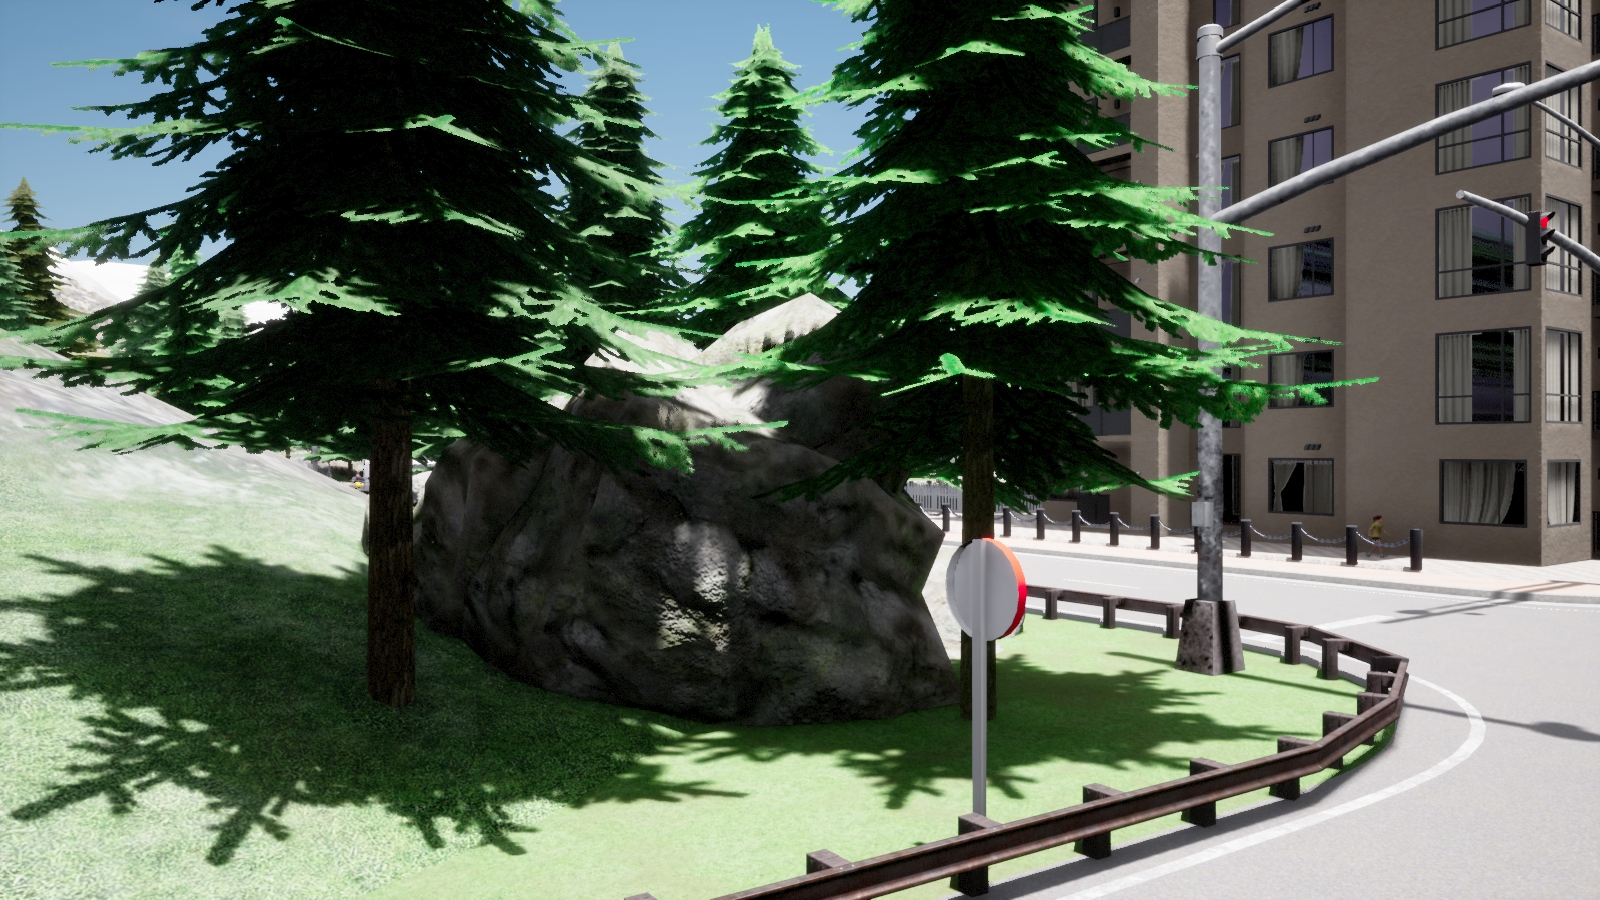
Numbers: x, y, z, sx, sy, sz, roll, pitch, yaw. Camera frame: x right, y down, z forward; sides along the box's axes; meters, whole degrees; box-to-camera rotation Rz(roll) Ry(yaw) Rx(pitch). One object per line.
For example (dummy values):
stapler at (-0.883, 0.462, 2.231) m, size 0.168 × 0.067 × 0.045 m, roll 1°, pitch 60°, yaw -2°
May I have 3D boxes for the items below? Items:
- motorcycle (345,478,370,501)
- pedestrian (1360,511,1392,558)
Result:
motorcycle at (-24.351, 2.163, 62.853) m, size 0.803 × 1.217 × 2.033 m, roll 0°, pitch 0°, yaw -35°
pedestrian at (13.958, 2.040, 27.696) m, size 0.500 × 1.100 × 0.500 m, roll 0°, pitch 0°, yaw -33°
